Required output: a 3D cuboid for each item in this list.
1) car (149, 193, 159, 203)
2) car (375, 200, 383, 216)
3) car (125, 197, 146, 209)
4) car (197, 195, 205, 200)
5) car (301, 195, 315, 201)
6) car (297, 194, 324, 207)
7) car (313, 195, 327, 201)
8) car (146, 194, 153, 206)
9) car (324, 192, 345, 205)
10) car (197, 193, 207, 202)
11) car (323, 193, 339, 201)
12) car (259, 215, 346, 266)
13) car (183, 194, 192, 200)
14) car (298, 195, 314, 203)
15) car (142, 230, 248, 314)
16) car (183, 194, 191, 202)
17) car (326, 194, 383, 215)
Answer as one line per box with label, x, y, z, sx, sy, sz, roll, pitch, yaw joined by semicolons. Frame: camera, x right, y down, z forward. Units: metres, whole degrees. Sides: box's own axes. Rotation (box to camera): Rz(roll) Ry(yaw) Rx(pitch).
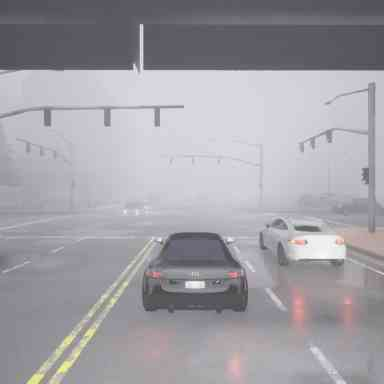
car;-8.055;1.218;67.921;2.150;2.045;5.566;0;0;0
car;19.147;1.601;29.649;4.718;1.301;1.895;0;0;1
car;-7.999;1.478;46.156;1.882;1.535;5.008;0;0;0
car;2.334;1.378;86.079;1.994;1.385;4.181;0;0;0
car;27.907;1.395;79.958;1.970;1.475;3.806;0;0;0
car;16.640;1.153;47.408;1.932;1.855;4.605;0;0;0
car;30.802;1.364;79.966;1.784;1.438;3.905;0;0;0
car;-8.050;1.526;55.436;1.812;1.442;4.674;0;0;0
car;19.534;1.156;47.363;1.905;1.878;3.866;0;0;0
car;2.395;1.223;77.011;2.150;2.045;5.566;0;0;0
car;33.485;1.153;80.025;1.932;1.855;4.605;0;0;0
car;3.581;1.526;11.385;1.812;1.442;4.674;0;0;0
car;-1.166;1.351;86.056;2.128;1.511;4.902;0;0;0
car;22.186;1.395;64.838;1.970;1.475;3.806;0;0;0
car;0.066;1.564;7.725;1.994;1.385;4.181;0;0;0
car;-1.105;1.593;76.985;1.895;1.301;4.718;0;0;0
car;16.350;1.352;33.180;4.553;1.767;2.097;0;0;1
